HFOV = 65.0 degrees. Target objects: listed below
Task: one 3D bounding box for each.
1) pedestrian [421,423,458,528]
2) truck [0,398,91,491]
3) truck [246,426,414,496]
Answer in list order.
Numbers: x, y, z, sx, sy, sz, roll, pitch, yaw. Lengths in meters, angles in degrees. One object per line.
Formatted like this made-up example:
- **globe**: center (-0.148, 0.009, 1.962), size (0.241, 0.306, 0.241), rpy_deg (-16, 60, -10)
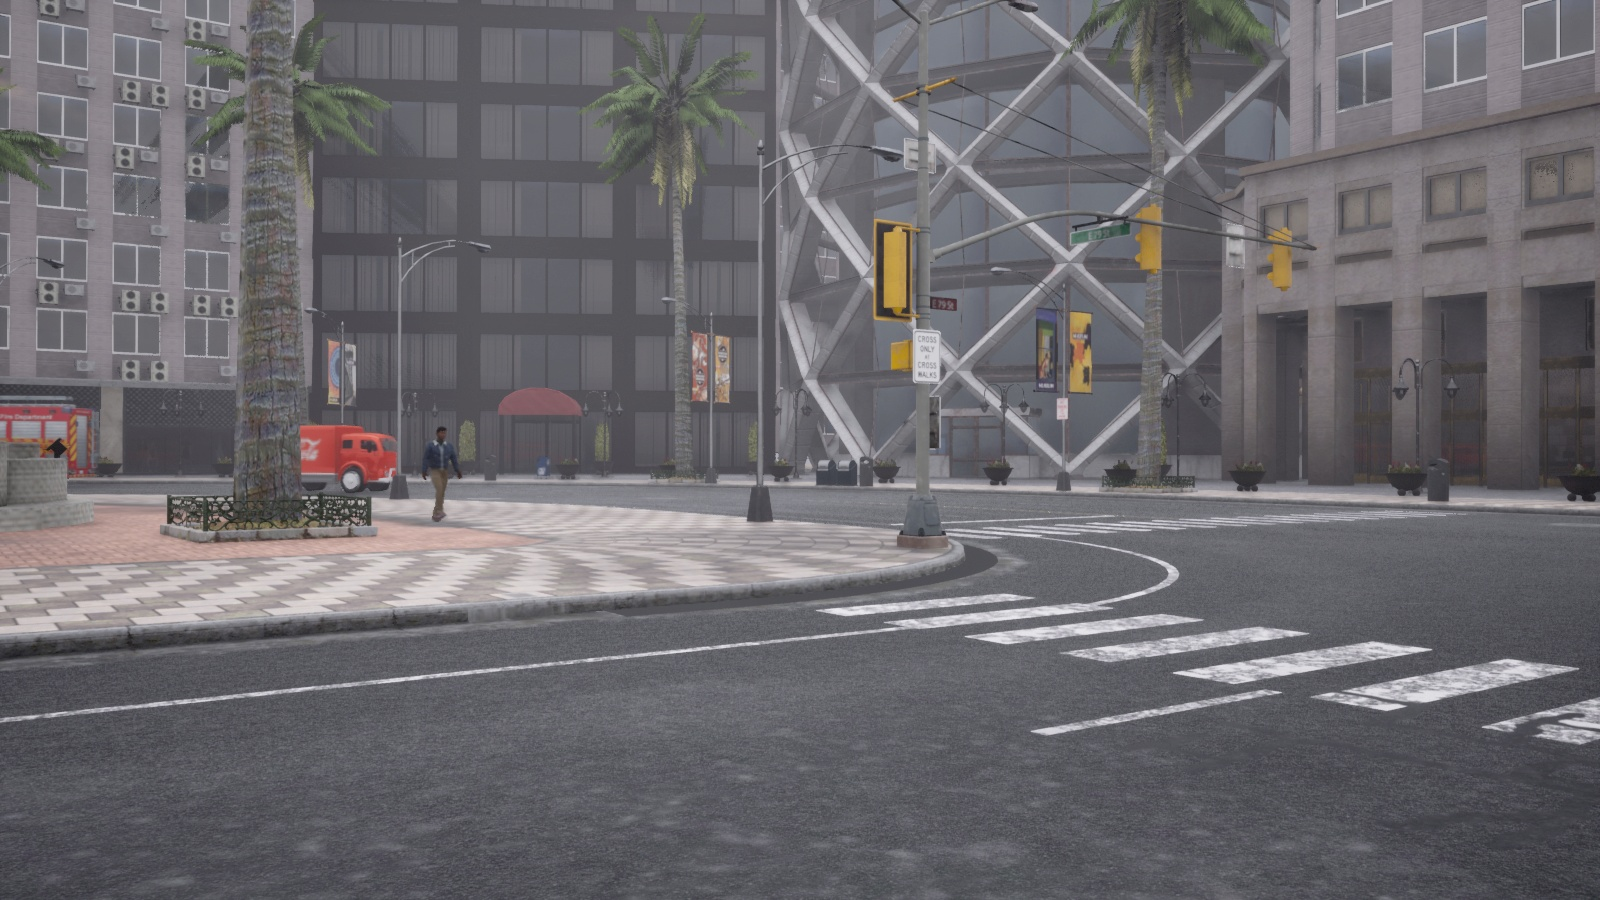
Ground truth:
- **pedestrian**: center (-6.827, 0.474, 23.748), size (0.423, 1.949, 0.788), rpy_deg (0, 0, -36)
- **truck**: center (-35.059, -0.216, 53.005), size (8.468, 3.827, 2.891), rpy_deg (0, 0, -9)
- **truck**: center (-17.336, 0.408, 46.468), size (5.204, 2.467, 2.627), rpy_deg (0, 0, 9)
